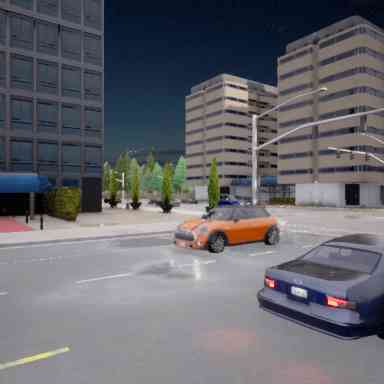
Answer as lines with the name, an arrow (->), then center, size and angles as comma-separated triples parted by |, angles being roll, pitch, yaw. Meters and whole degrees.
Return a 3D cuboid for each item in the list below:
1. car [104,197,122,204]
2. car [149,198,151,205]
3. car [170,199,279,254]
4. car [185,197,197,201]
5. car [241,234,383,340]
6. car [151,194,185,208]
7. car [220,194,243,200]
car -> -15.355, 1.551, 64.220 | 2.033, 1.411, 5.357 | 0, 0, -35
car -> -5.490, 1.491, 56.109 | 2.128, 1.511, 4.902 | 0, 0, -35
car -> 1.473, 1.352, 13.671 | 4.553, 1.767, 2.097 | 0, 0, -36
car -> -0.732, 1.564, 61.828 | 1.994, 1.385, 4.181 | 0, 0, -34
car -> 3.659, 1.547, 6.438 | 5.357, 1.411, 2.033 | 0, 0, -35
car -> -3.485, 1.503, 47.141 | 1.837, 1.490, 4.892 | 0, 0, -35
car -> 4.127, 1.221, 36.292 | 2.150, 2.045, 5.566 | 0, 0, -35
